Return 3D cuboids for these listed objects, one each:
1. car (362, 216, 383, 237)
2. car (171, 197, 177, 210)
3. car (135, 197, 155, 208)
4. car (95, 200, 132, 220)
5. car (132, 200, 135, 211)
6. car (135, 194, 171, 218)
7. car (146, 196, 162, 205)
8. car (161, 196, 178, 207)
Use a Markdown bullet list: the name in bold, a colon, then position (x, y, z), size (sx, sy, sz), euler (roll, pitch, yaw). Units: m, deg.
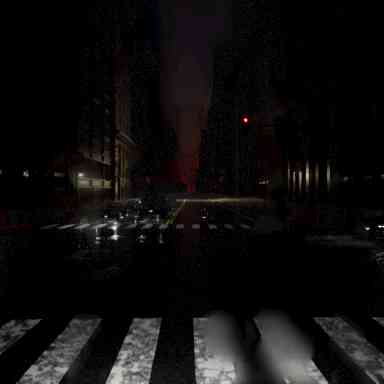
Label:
- **car**: position (10.143, 1.338, 14.670), size (4.892, 1.490, 1.837), euler (-1, 0, 0)
- **car**: position (-3.367, 1.463, 40.077), size (2.128, 1.511, 4.902), euler (0, 0, 0)
- **car**: position (-6.616, 1.455, 47.268), size (2.128, 1.511, 4.902), euler (0, 0, 0)
- **car**: position (-6.632, 1.584, 27.936), size (1.895, 1.301, 4.718), euler (0, 0, 1)
- **car**: position (-6.618, 1.575, 37.052), size (1.895, 1.301, 4.718), euler (0, 0, 0)
- **car**: position (-3.364, 1.203, 29.983), size (2.150, 2.045, 5.566), euler (0, 0, 0)
- **car**: position (-6.580, 1.492, 58.338), size (2.033, 1.411, 5.357), euler (0, 0, 1)
- **car**: position (-3.358, 1.450, 50.499), size (2.128, 1.511, 4.902), euler (0, 0, 0)
